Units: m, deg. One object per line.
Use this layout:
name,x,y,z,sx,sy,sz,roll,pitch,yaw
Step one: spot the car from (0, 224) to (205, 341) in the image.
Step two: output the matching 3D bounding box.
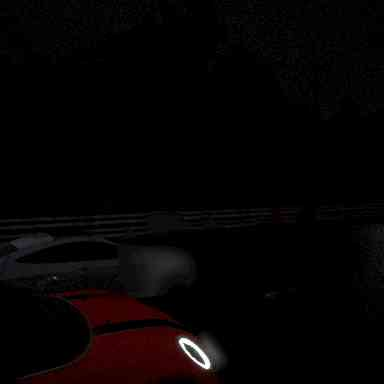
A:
car,-2.150,1.508,6.505,4.674,1.442,1.812,1,-1,-35

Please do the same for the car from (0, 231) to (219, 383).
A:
car,-1.960,1.353,2.352,4.553,1.767,2.097,0,0,-35
